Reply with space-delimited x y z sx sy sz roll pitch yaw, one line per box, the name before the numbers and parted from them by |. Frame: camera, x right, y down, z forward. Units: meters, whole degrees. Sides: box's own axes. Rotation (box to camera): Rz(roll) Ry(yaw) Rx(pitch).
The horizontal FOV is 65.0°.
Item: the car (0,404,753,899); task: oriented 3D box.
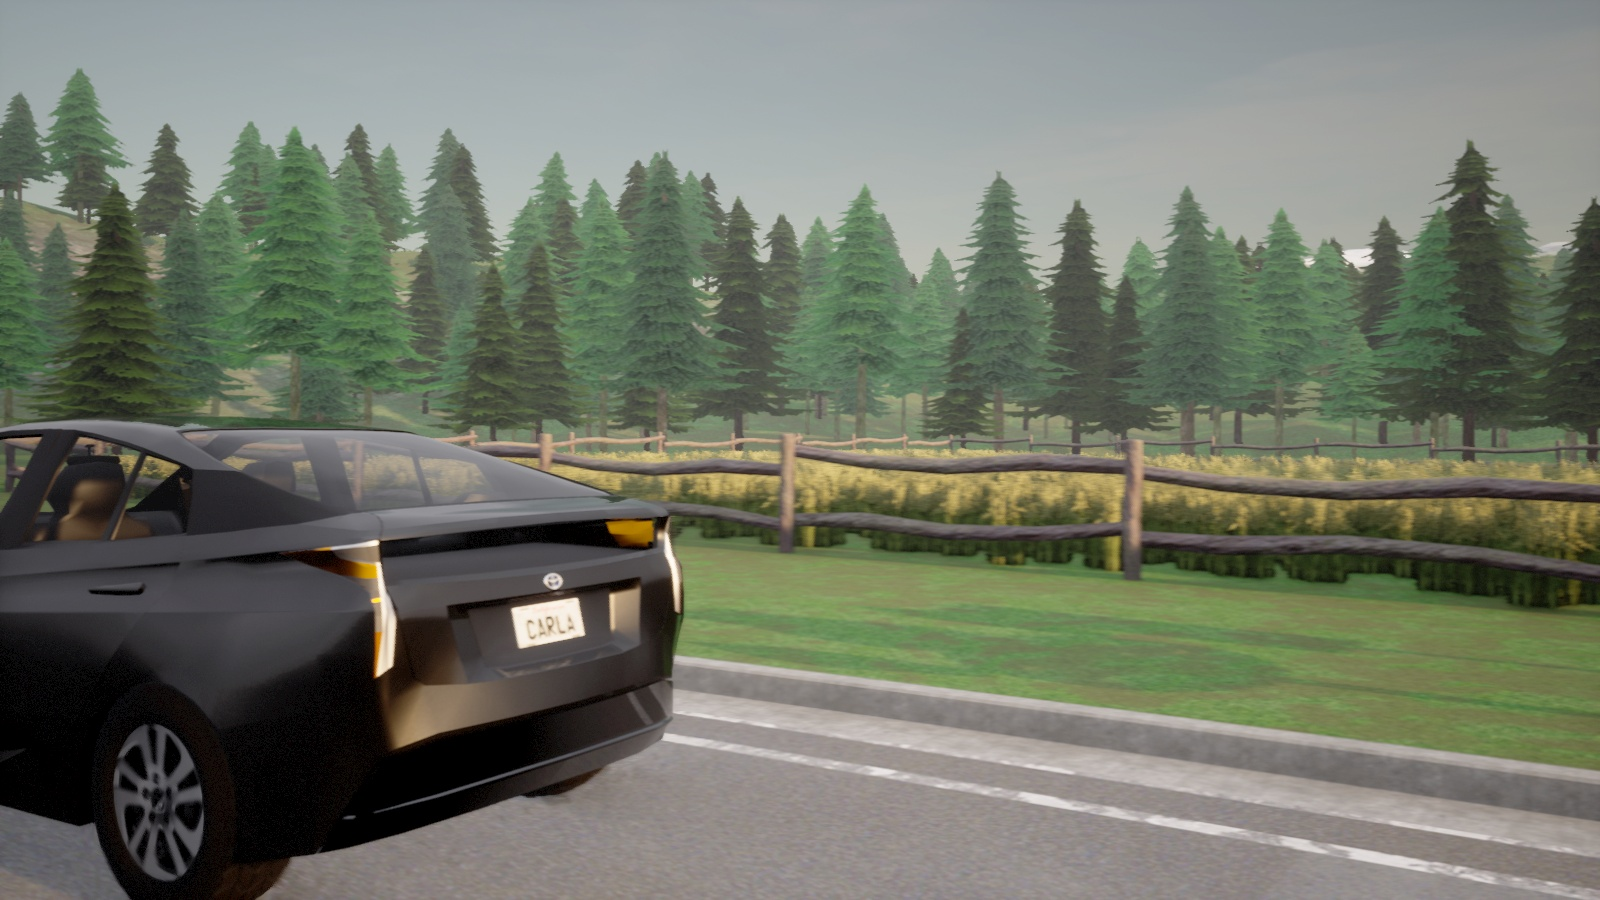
car | -2.640 0.634 5.176 4.514 1.525 2.007 0 1 31
